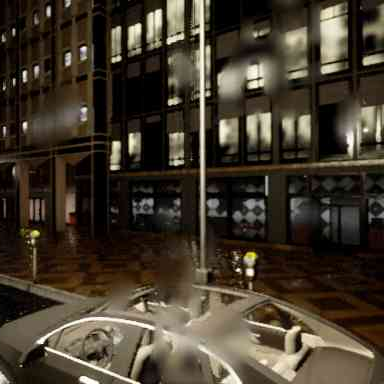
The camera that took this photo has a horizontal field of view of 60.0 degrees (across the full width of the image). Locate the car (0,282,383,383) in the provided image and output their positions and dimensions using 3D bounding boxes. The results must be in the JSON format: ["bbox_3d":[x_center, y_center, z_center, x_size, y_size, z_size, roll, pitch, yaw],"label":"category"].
[{"bbox_3d":[-0.269,1.570,3.062,4.403,1.369,2.008,-1,0,35],"label":"car"}]
